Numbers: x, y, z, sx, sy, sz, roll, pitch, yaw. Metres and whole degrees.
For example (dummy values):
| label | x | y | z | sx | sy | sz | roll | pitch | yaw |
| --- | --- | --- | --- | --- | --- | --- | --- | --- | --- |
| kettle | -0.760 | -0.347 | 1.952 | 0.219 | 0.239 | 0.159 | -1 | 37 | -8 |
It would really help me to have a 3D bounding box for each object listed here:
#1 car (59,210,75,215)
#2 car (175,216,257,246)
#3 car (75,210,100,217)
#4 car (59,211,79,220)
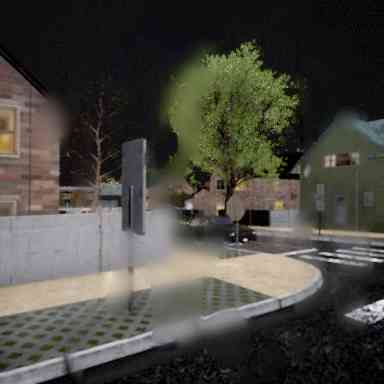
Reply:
| label | x | y | z | sx | sy | sz | roll | pitch | yaw |
| --- | --- | --- | --- | --- | --- | --- | --- | --- | --- |
| car | -18.059 | 3.265 | 45.659 | 1.837 | 1.490 | 4.892 | 0 | -3 | -35 |
| car | 1.079 | 2.019 | 18.233 | 2.033 | 1.411 | 5.357 | 0 | -2 | -34 |
| car | -13.603 | 3.107 | 44.200 | 1.882 | 1.535 | 5.008 | 0 | -3 | -35 |
| car | -19.433 | 3.628 | 52.419 | 1.895 | 1.301 | 4.718 | 0 | -3 | -35 |
